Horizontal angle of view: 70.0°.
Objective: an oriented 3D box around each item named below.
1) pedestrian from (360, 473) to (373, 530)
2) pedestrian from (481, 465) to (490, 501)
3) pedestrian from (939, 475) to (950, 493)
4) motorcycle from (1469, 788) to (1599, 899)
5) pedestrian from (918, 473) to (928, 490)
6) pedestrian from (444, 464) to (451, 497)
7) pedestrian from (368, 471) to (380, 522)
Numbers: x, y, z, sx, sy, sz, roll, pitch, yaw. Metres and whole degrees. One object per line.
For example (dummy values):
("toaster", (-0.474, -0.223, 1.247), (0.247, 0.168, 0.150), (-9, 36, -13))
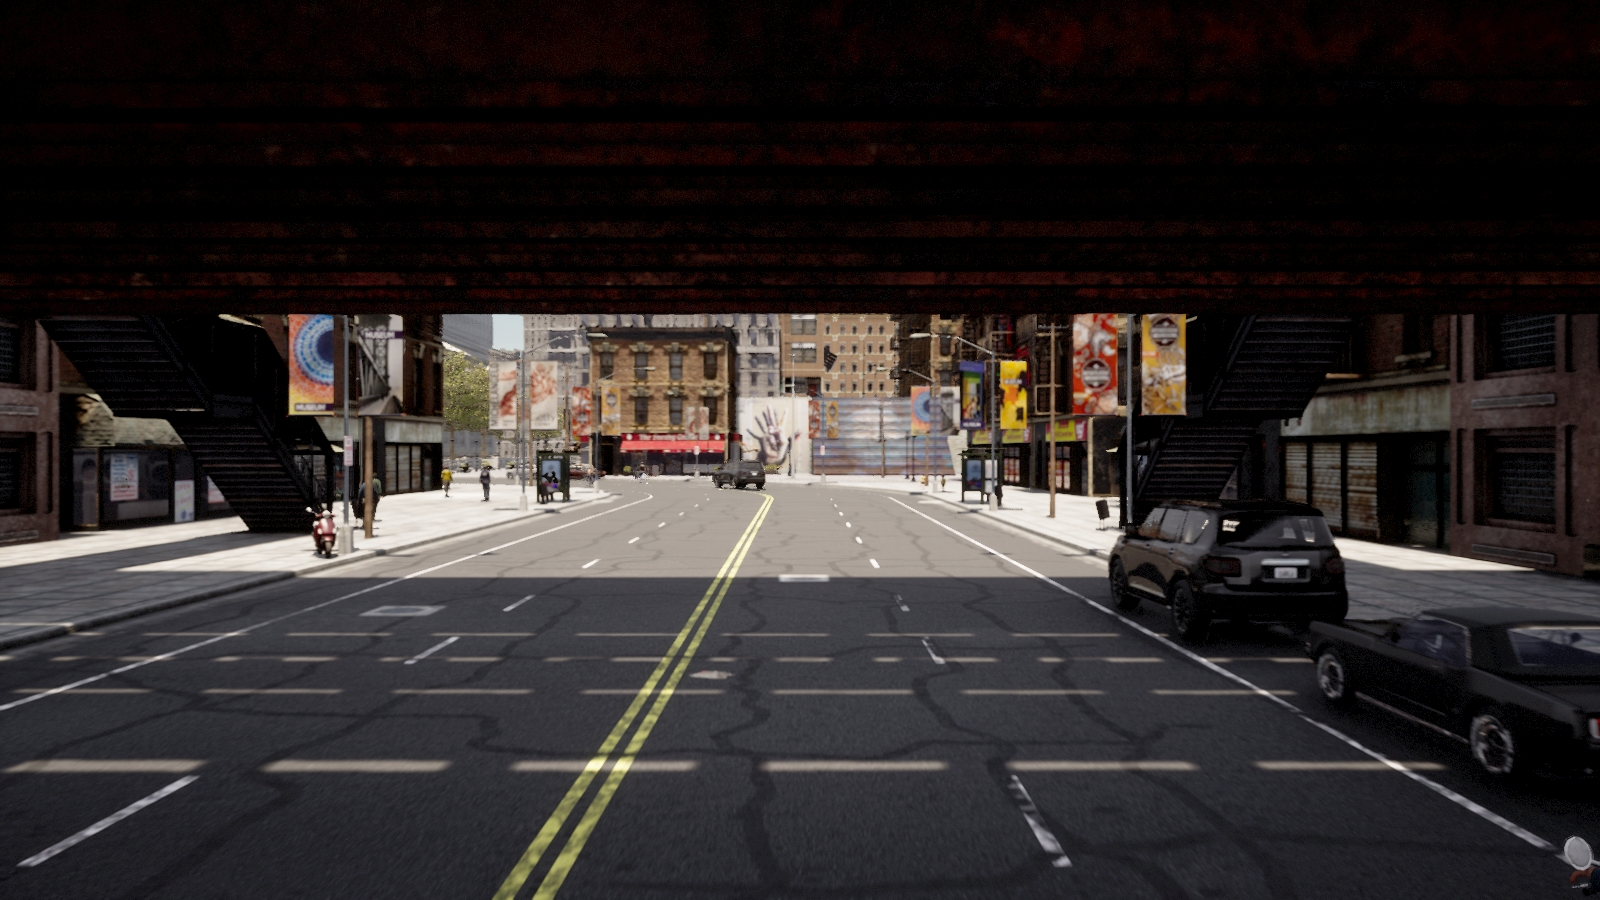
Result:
("pedestrian", (-14.335, 1.696, 37.803), (0.375, 1.860, 0.375), (0, 0, -16))
("pedestrian", (-16.105, 1.696, 58.529), (0.375, 1.860, 0.375), (0, 0, -8))
("pedestrian", (8.895, 2.076, 70.559), (0.500, 1.100, 0.500), (0, 0, -19))
("motorcycle", (3.521, 2.182, 4.389), (0.856, 1.236, 1.805), (0, 0, 0))
("pedestrian", (8.135, 2.076, 75.609), (0.500, 1.100, 0.500), (0, 0, -15))
("pedestrian", (-19.593, 1.696, 63.473), (0.375, 1.860, 0.375), (0, 0, -20))
("pedestrian", (-15.701, 1.696, 42.090), (0.375, 1.860, 0.375), (0, 0, -16))
